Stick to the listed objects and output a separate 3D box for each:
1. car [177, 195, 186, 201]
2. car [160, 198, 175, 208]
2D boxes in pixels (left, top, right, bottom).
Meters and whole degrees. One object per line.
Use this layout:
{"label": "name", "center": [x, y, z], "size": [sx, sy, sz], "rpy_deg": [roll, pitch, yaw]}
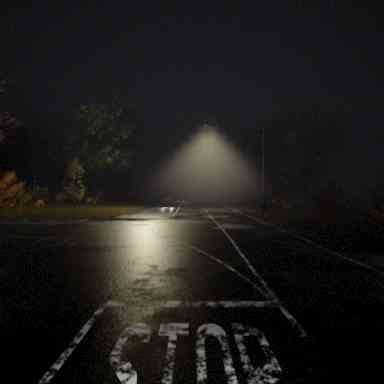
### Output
{"label": "car", "center": [-2.723, 1.547, 85.414], "size": [2.033, 1.411, 5.357], "rpy_deg": [0, 0, 6]}
{"label": "car", "center": [-3.602, 1.562, 48.979], "size": [1.994, 1.385, 4.181], "rpy_deg": [0, 0, 0]}
